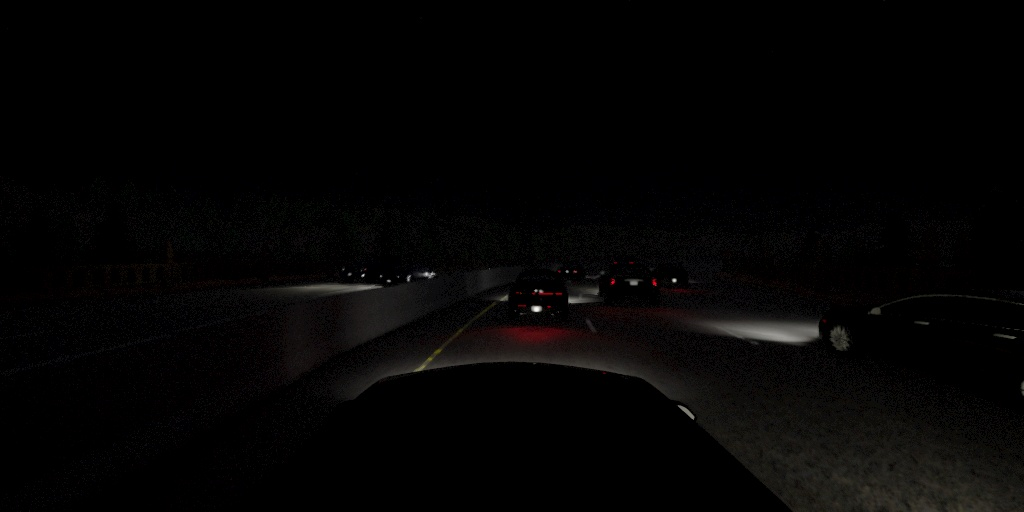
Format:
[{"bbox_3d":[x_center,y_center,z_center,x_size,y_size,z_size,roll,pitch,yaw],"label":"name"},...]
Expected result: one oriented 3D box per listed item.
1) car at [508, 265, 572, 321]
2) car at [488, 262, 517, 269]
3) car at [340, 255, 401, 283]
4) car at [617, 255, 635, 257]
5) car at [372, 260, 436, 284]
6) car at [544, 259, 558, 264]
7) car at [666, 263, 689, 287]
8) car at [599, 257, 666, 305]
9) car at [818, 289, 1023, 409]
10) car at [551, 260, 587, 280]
[{"bbox_3d":[0.999,1.229,12.515,1.837,1.490,4.892,0,0,7],"label":"car"},{"bbox_3d":[-0.655,1.311,35.409,1.895,1.301,4.718,0,0,21],"label":"car"},{"bbox_3d":[-10.503,0.910,27.442,2.150,2.045,5.566,0,0,15],"label":"car"},{"bbox_3d":[12.519,0.947,39.064,2.150,2.045,5.566,0,0,26],"label":"car"},{"bbox_3d":[-7.344,1.242,25.843,2.033,1.411,5.357,0,0,14],"label":"car"},{"bbox_3d":[7.526,1.283,64.535,2.128,1.511,4.902,0,0,37],"label":"car"},{"bbox_3d":[10.579,1.231,24.229,1.837,1.490,4.892,0,0,16],"label":"car"},{"bbox_3d":[5.099,1.082,16.083,2.097,1.767,4.553,0,0,9],"label":"car"},{"bbox_3d":[7.347,1.270,5.590,1.837,1.490,4.892,0,0,3],"label":"car"},{"bbox_3d":[5.130,1.262,30.375,2.033,1.411,5.357,0,0,19],"label":"car"}]
